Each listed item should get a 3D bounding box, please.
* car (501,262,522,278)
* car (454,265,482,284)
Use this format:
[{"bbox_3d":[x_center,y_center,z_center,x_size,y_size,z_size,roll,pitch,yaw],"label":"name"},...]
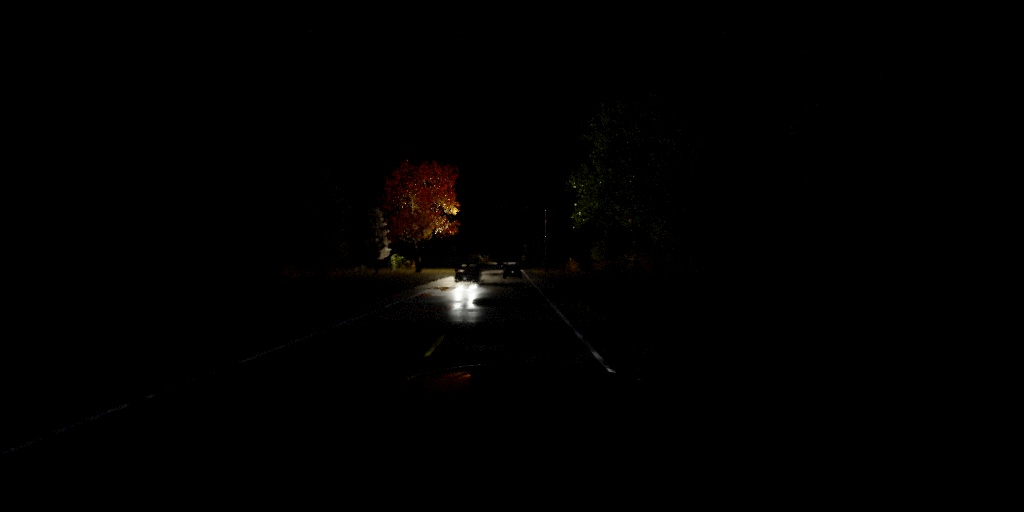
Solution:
[{"bbox_3d":[0.059,1.618,38.785,1.994,1.385,4.181,0,0,0],"label":"car"},{"bbox_3d":[-3.616,1.482,30.047,2.128,1.511,4.902,0,0,0],"label":"car"}]
